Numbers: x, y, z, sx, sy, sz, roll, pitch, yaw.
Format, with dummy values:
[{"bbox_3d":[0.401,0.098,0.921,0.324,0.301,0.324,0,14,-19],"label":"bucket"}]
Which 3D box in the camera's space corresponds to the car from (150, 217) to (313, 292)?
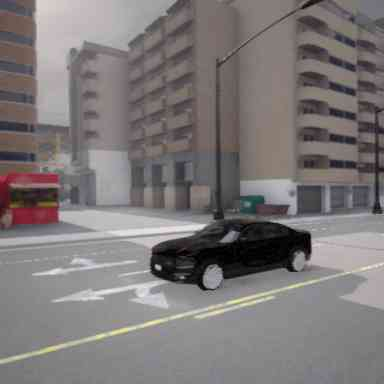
[{"bbox_3d":[1.249,1.484,9.166,5.008,1.535,1.882,0,0,-35],"label":"car"}]
